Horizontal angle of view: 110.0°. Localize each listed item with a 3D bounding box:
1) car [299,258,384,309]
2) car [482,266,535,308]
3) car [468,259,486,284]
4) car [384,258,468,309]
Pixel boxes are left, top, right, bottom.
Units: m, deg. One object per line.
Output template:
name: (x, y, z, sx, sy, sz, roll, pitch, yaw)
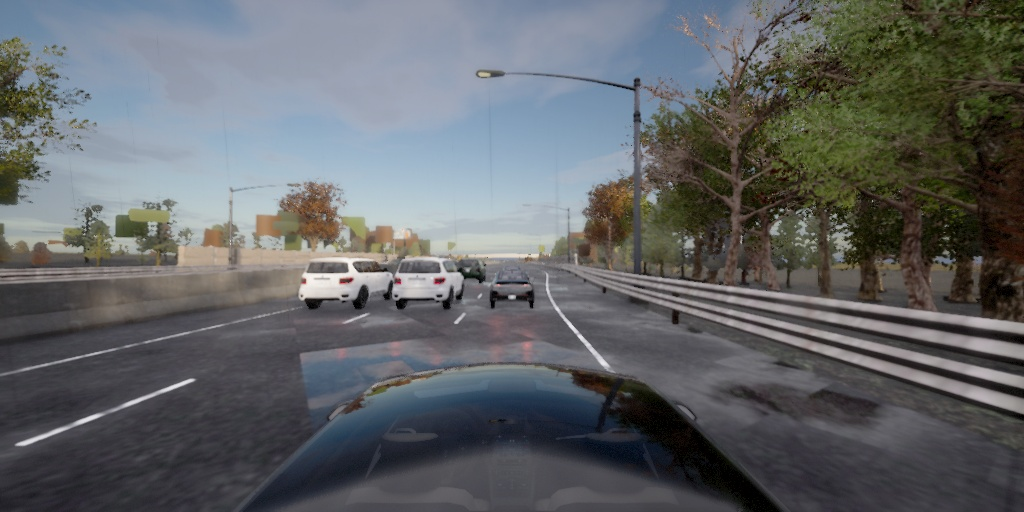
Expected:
car: (-6.991, 1.103, 15.888, 2.150, 2.045, 5.566, 0, 0, 0)
car: (0.013, 1.382, 16.151, 2.128, 1.511, 4.902, 0, 0, 0)
car: (-3.482, 1.256, 30.887, 2.150, 2.045, 5.566, 0, 0, 0)
car: (-3.491, 1.103, 15.876, 2.150, 2.045, 5.566, 0, 0, 0)
